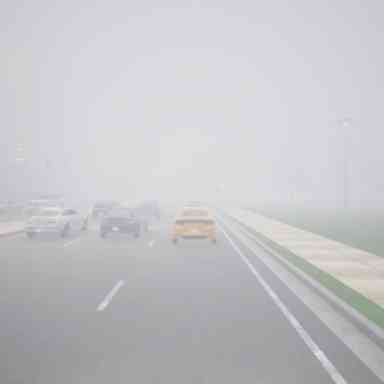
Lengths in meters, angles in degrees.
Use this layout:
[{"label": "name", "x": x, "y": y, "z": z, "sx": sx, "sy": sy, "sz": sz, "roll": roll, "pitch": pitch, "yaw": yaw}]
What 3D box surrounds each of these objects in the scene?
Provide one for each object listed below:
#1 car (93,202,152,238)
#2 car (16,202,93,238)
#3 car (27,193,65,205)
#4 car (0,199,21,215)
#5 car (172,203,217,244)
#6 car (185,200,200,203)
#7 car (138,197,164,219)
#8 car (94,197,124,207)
[{"label": "car", "x": -3.422, "y": 1.488, "z": 17.260, "sx": 1.812, "sy": 1.442, "sz": 4.674, "roll": 0, "pitch": 0, "yaw": 0}, {"label": "car", "x": -6.923, "y": 1.487, "z": 17.370, "sx": 1.812, "sy": 1.442, "sz": 4.674, "roll": 0, "pitch": 0, "yaw": 0}, {"label": "car", "x": -15.139, "y": 1.146, "z": 34.834, "sx": 2.150, "sy": 2.045, "sz": 5.566, "roll": 0, "pitch": 0, "yaw": -1}, {"label": "car", "x": -18.629, "y": 1.452, "z": 32.878, "sx": 1.812, "sy": 1.442, "sz": 4.674, "roll": 0, "pitch": 0, "yaw": 0}, {"label": "car", "x": 0.105, "y": 1.443, "z": 15.697, "sx": 1.882, "sy": 1.535, "sz": 5.008, "roll": 0, "pitch": -1, "yaw": 0}, {"label": "car", "x": 0.069, "y": 1.462, "z": 28.875, "sx": 1.812, "sy": 1.442, "sz": 4.674, "roll": 0, "pitch": 0, "yaw": -1}, {"label": "car", "x": -3.487, "y": 1.429, "z": 28.065, "sx": 2.128, "sy": 1.511, "sz": 4.902, "roll": 0, "pitch": 0, "yaw": 0}, {"label": "car", "x": -6.987, "y": 1.443, "z": 28.039, "sx": 1.837, "sy": 1.490, "sz": 4.892, "roll": 0, "pitch": 0, "yaw": 0}]
